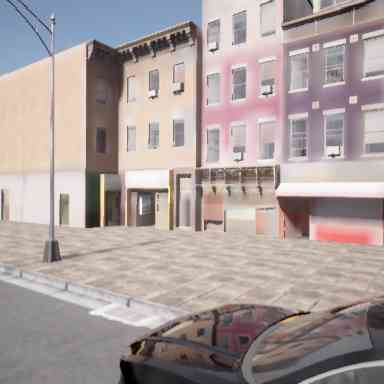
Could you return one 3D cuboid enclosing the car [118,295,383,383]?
[{"bbox_3d":[1.632,1.471,2.116,5.008,1.535,1.882,0,0,35],"label":"car"}]
